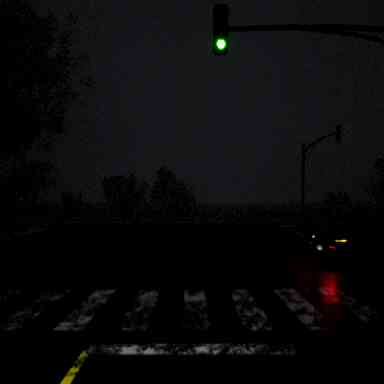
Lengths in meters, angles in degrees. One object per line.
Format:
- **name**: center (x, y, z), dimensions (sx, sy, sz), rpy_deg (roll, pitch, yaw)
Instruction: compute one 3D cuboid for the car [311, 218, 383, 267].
- **car**: center (6.476, 1.662, 11.749), dimensions (4.674, 1.442, 1.812), rpy_deg (0, -1, -17)
